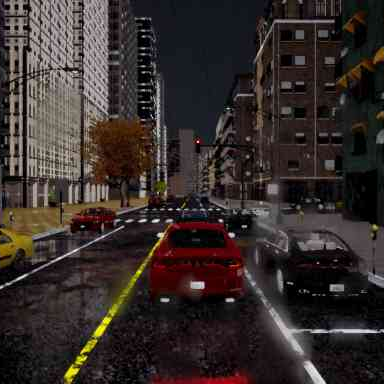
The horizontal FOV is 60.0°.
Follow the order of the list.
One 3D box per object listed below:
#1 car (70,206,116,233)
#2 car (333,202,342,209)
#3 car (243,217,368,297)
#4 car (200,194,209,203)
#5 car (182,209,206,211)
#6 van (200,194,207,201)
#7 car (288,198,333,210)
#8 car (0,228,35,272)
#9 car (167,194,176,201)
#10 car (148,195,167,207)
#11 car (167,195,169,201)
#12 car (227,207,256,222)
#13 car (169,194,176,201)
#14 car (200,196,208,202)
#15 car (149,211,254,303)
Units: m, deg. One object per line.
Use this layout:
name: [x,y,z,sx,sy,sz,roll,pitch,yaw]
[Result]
car: [-5.658,1.549,19.452,1.887,1.381,4.507,0,0,0]
car: [18.889,1.259,38.870,4.829,1.417,1.752,-1,1,0]
car: [2.703,1.552,8.372,2.008,1.369,4.403,0,0,0]
car: [2.816,1.630,73.917,1.947,1.339,4.313,0,0,0]
car: [0.118,1.605,18.369,1.895,1.301,4.718,0,0,0]
van: [2.835,1.425,84.964,1.690,1.788,3.998,0,0,0]
car: [13.492,1.359,38.825,4.403,1.369,2.008,-1,1,0]
car: [-5.677,1.526,8.217,1.752,1.417,4.829,0,0,0]
car: [-5.537,1.410,90.500,2.192,1.841,5.009,0,0,0]
car: [-5.603,1.349,51.841,2.192,1.841,5.009,0,0,0]
car: [-5.593,1.607,57.363,1.947,1.339,4.313,0,0,0]
car: [2.722,1.555,19.438,2.008,1.369,4.403,0,0,0]
car: [-5.546,1.649,84.978,1.947,1.339,4.313,0,0,0]
car: [2.826,1.599,79.610,1.752,1.417,4.829,0,0,0]
car: [0.105,1.478,8.278,1.882,1.535,5.008,0,0,0]
